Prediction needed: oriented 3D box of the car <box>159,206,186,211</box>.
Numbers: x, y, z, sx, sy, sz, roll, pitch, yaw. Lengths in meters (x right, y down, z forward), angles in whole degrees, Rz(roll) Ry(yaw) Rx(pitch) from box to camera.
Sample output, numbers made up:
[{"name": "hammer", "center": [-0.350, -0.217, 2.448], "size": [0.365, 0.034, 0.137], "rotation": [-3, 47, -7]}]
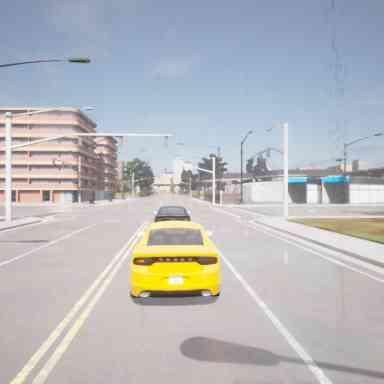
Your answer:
[{"name": "car", "center": [-1.068, 1.478, 18.154], "size": [1.882, 1.535, 5.008], "rotation": [0, 0, -4]}]

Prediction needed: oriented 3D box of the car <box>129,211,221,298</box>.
[{"name": "car", "center": [-0.437, 1.478, 8.594], "size": [1.882, 1.535, 5.008], "rotation": [0, 0, -3]}]
